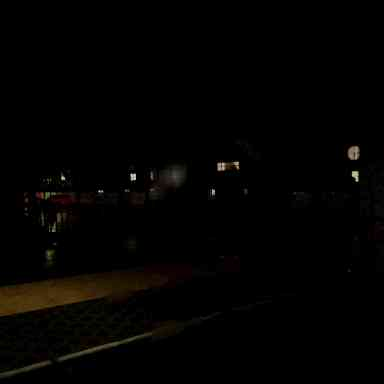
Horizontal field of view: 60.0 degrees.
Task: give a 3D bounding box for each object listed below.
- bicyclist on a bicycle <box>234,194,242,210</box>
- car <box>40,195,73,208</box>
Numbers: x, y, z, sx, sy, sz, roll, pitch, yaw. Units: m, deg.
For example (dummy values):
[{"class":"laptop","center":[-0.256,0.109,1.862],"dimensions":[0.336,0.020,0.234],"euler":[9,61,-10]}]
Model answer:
[{"class":"bicyclist on a bicycle","center":[4.620,1.007,33.429],"dimensions":[0.582,1.620,1.656],"euler":[0,3,38]},{"class":"car","center":[-18.090,1.138,44.284],"dimensions":[4.553,1.767,2.097],"euler":[0,3,27]}]
